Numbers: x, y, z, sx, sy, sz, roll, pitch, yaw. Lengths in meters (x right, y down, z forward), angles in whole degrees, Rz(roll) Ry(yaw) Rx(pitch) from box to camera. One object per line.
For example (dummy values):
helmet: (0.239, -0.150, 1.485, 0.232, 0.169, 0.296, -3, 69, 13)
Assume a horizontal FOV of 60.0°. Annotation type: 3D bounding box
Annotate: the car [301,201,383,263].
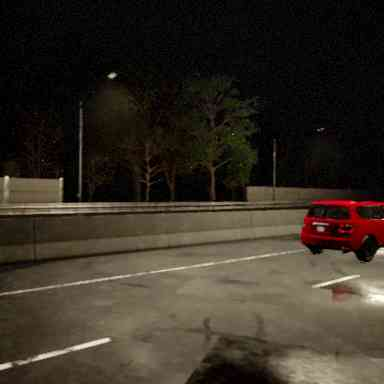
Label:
car: (6.566, 1.364, 12.838, 5.566, 2.045, 2.150, 0, 0, -35)
